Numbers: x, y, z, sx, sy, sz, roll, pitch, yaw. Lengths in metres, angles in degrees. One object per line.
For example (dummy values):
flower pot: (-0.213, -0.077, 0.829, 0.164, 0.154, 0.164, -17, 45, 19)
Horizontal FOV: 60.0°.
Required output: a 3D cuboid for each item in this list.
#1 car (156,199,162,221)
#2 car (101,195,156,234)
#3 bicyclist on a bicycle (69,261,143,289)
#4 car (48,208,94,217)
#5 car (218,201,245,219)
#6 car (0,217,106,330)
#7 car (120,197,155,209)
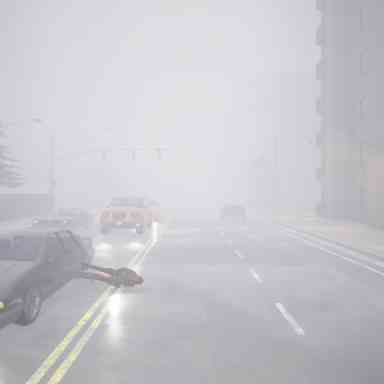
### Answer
car: (-3.635, 1.352, 27.381, 2.097, 1.767, 4.553, 0, 0, 0)
car: (-3.664, 1.223, 19.358, 2.150, 2.045, 5.566, 0, 0, 0)
bicyclist on a bicycle: (-1.972, 2.014, 7.880, 1.620, 0.582, 1.656, 8, -17, -2)
car: (-7.160, 1.601, 18.959, 1.895, 1.301, 4.718, 0, 0, 0)
car: (3.358, 1.478, 28.811, 1.882, 1.535, 5.008, 0, 0, 0)
car: (-3.651, 1.548, 7.363, 2.033, 1.411, 5.357, 0, 0, -1)
car: (-7.538, 1.478, 45.801, 5.008, 1.535, 1.882, 0, 0, 38)
